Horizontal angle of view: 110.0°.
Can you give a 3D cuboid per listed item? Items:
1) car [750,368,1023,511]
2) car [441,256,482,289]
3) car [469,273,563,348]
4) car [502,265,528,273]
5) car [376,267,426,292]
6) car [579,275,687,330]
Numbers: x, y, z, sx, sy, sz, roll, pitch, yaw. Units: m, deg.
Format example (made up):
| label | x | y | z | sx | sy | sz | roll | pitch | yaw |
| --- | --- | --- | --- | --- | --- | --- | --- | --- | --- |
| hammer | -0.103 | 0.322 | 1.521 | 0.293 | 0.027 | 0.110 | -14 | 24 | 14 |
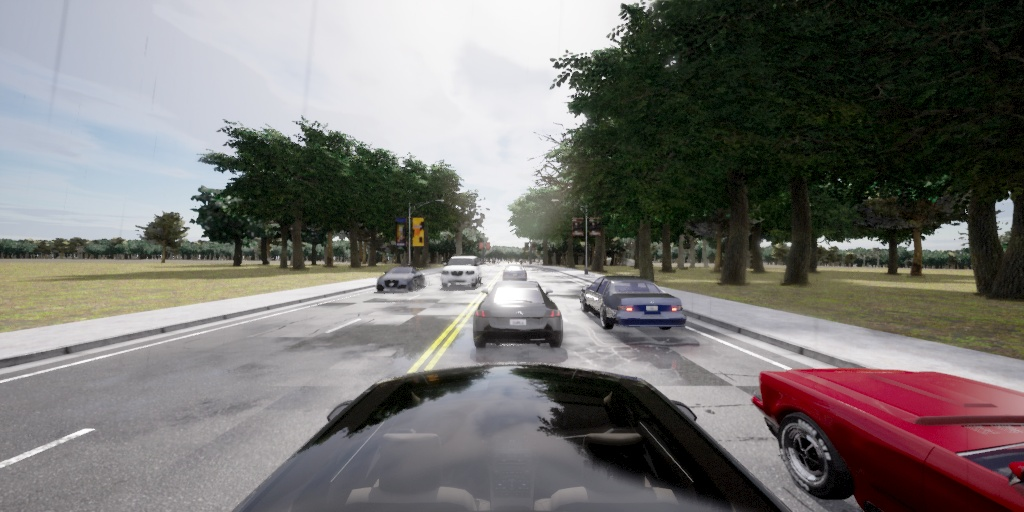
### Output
| label | x | y | z | sx | sy | sz | roll | pitch | yaw |
| --- | --- | --- | --- | --- | --- | --- | --- | --- | --- |
| car | 3.349 | 1.351 | 1.496 | 1.895 | 1.301 | 4.718 | 0 | 0 | 1 |
| car | -3.245 | 1.011 | 23.990 | 2.150 | 2.045 | 5.566 | 0 | 0 | 0 |
| car | 0.135 | 1.318 | 9.276 | 1.994 | 1.385 | 4.181 | 0 | 0 | 0 |
| car | 0.217 | 1.346 | 27.084 | 2.033 | 1.411 | 5.357 | 0 | 0 | 1 |
| car | -6.509 | 1.347 | 21.393 | 1.994 | 1.385 | 4.181 | 0 | 0 | 0 |
| car | 3.389 | 1.305 | 11.112 | 2.033 | 1.411 | 5.357 | 0 | 0 | 1 |
